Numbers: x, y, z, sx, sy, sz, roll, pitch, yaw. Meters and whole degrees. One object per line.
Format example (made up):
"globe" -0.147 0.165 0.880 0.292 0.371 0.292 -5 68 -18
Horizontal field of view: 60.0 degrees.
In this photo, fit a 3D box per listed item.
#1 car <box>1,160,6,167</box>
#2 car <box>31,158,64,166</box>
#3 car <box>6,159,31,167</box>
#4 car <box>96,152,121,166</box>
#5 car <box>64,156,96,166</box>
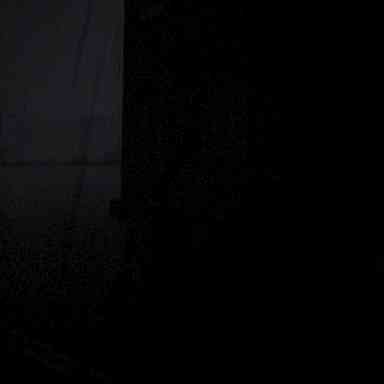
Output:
"car" -27.635 -3.943 48.269 4.792 1.488 2.163 2 1 29
"car" -17.946 -3.683 43.193 4.892 1.521 2.231 2 1 27
"car" -22.775 -3.788 45.656 4.674 1.452 2.002 2 1 28
"car" -7.771 -3.578 38.399 5.566 2.045 2.435 2 1 25
"car" -12.869 -3.642 40.744 4.553 1.767 2.185 2 1 26
